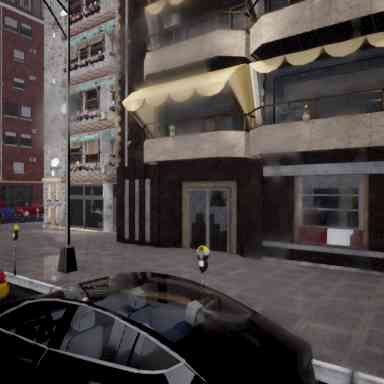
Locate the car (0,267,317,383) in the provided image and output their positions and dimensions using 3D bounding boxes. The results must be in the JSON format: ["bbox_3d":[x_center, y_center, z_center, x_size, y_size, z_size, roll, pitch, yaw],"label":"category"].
[{"bbox_3d":[-0.923,1.566,3.527,4.313,1.339,1.947,0,0,35],"label":"car"}]

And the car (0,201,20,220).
[{"bbox_3d":[-18.978,1.824,29.923,2.033,1.411,5.357,0,-1,35],"label":"car"}]

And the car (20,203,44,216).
[{"bbox_3d":[-17.307,1.931,36.801,1.887,1.381,4.507,-1,-2,35],"label":"car"}]

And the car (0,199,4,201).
[{"bbox_3d":[-20.593,1.598,32.155,2.192,1.841,5.009,-1,-2,35],"label":"car"}]
